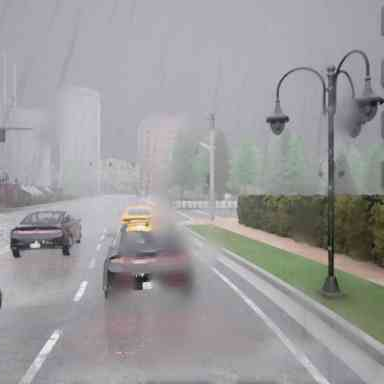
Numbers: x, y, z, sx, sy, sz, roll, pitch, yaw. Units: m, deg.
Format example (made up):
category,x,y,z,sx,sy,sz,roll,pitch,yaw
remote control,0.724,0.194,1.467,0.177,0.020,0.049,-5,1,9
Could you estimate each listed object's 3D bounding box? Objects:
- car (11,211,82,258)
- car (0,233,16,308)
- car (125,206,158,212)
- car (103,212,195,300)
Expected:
category,x,y,z,sx,sy,sz,roll,pitch,yaw
car,-5.450,1.487,12.904,2.128,1.511,4.902,0,0,-12
car,-3.972,1.524,3.762,1.812,1.442,4.674,0,0,-6
car,-2.817,1.472,17.794,1.882,1.535,5.008,0,0,-10
car,-1.125,1.489,8.451,2.128,1.511,4.902,0,0,-9
